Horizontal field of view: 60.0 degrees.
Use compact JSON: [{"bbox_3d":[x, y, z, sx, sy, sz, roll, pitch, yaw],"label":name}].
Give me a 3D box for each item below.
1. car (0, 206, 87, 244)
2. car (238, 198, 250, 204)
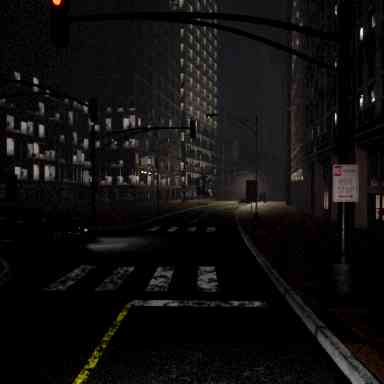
[{"bbox_3d":[-7.176,1.423,14.679,4.892,1.490,1.837,1,1,-3],"label":"car"},{"bbox_3d":[10.896,1.865,68.989,1.895,1.301,4.718,0,0,18],"label":"car"}]
